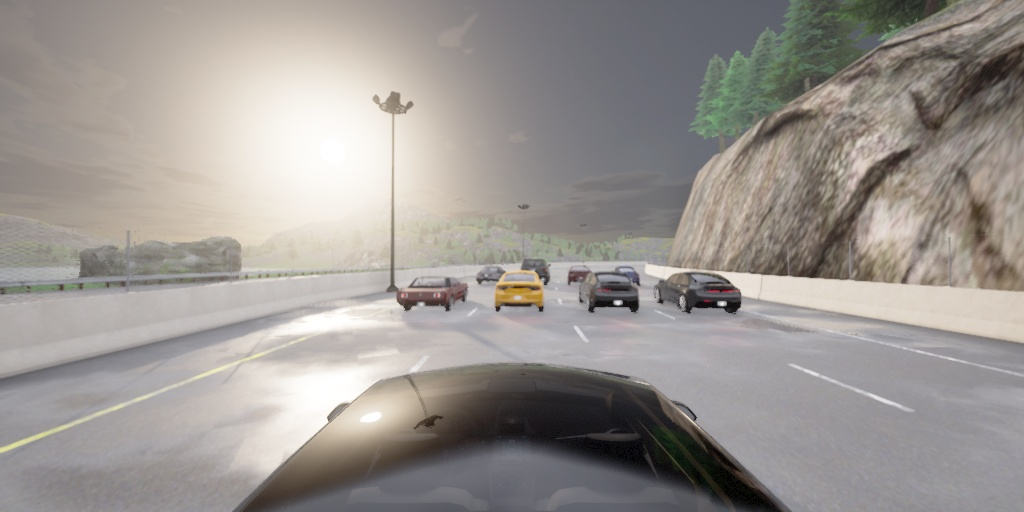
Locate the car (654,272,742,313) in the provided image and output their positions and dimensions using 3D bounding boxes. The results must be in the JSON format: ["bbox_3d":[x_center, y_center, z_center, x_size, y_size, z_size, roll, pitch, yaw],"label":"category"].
[{"bbox_3d":[7.368,1.387,14.683,1.837,1.490,4.892,0,0,4],"label":"car"}]

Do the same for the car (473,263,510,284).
[{"bbox_3d":[-1.558,1.560,29.539,2.033,1.411,5.357,0,-1,9],"label":"car"}]

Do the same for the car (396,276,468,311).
[{"bbox_3d":[-3.129,1.476,15.186,1.895,1.301,4.718,0,-1,4],"label":"car"}]

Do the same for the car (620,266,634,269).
[{"bbox_3d":[8.895,1.536,28.361,1.812,1.442,4.674,0,0,9],"label":"car"}]

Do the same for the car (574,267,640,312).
[{"bbox_3d":[3.875,1.386,14.912,1.837,1.490,4.892,0,0,4],"label":"car"}]

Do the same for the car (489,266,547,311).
[{"bbox_3d":[0.400,1.357,15.330,1.882,1.535,5.008,0,0,4],"label":"car"}]

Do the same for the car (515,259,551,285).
[{"bbox_3d":[1.904,1.227,29.032,2.150,2.045,5.566,0,0,9],"label":"car"}]

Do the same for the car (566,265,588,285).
[{"bbox_3d":[5.451,1.491,28.975,1.882,1.535,5.008,0,0,9],"label":"car"}]
